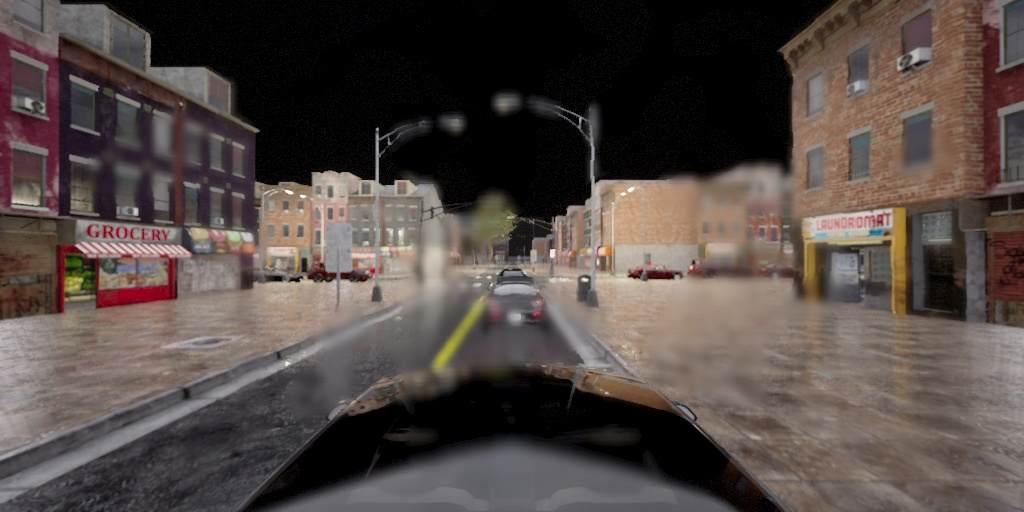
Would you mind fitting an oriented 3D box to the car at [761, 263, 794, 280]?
[{"bbox_3d":[22.854,1.308,30.041,4.507,1.381,1.888,0,0,0],"label":"car"}]

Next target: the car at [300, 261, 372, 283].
[{"bbox_3d":[-14.421,1.345,30.025,5.009,1.841,2.192,0,0,0],"label":"car"}]

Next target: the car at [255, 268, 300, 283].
[{"bbox_3d":[-19.848,1.638,30.023,4.313,1.339,1.948,0,0,0],"label":"car"}]

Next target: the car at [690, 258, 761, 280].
[{"bbox_3d":[17.421,1.114,30.039,5.009,1.841,2.192,0,0,0],"label":"car"}]

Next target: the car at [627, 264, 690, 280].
[{"bbox_3d":[11.987,1.383,30.037,4.507,1.381,1.888,0,0,0],"label":"car"}]

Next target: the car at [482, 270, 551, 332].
[{"bbox_3d":[0.111,1.333,11.000,1.812,1.442,4.674,0,0,0],"label":"car"}]
